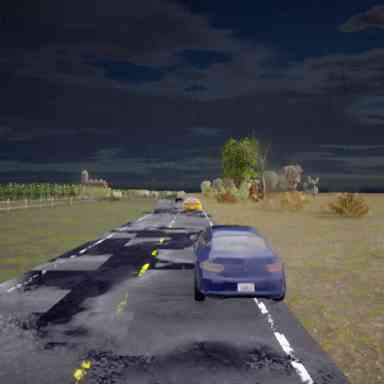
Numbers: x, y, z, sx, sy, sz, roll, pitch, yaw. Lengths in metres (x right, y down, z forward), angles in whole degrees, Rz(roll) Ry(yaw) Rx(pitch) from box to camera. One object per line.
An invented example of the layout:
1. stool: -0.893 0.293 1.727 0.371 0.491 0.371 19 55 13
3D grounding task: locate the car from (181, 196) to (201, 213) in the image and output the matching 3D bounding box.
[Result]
1. car: 0.026 1.459 37.064 1.882 1.535 5.008 0 0 0

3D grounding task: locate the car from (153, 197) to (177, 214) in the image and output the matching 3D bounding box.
1. car: -2.900 1.487 35.045 1.837 1.490 4.892 0 0 0

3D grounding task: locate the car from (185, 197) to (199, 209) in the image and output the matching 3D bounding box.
1. car: -0.041 1.454 47.244 1.882 1.535 5.008 0 0 1

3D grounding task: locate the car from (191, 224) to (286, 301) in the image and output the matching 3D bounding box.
1. car: 0.951 1.522 8.174 1.812 1.442 4.674 0 0 0

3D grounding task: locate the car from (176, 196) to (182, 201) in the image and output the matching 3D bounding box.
1. car: -2.860 1.521 76.150 2.033 1.411 5.357 0 0 0
